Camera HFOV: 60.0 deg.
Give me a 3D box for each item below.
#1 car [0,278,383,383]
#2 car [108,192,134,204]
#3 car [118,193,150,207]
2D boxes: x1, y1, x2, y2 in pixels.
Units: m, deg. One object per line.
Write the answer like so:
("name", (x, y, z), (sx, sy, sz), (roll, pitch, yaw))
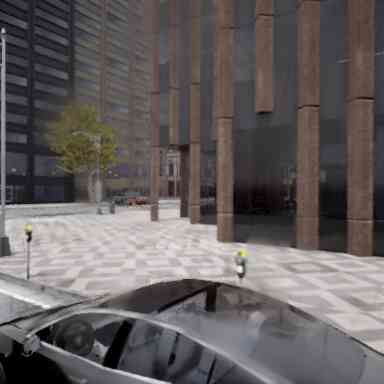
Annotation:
("car", (-0.369, 1.564, 3.221), (4.313, 1.339, 1.947), (0, 0, 35))
("car", (-10.376, 1.088, 51.442), (2.150, 2.045, 5.566), (0, 0, 36))
("car", (-8.010, 1.361, 49.181), (1.882, 1.535, 5.008), (0, 0, 36))
